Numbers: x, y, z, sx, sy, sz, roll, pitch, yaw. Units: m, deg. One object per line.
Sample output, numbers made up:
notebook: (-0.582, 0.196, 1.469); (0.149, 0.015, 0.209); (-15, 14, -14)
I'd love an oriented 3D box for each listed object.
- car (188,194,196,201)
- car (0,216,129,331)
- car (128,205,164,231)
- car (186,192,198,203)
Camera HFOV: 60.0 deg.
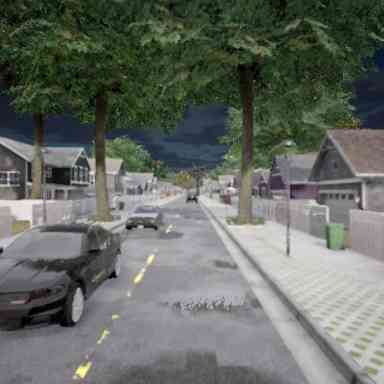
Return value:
car: (0.006, 1.237, 74.819); (1.882, 1.535, 5.008); (0, 0, 0)
car: (-2.843, 1.461, 7.206); (1.882, 1.535, 5.008); (0, 0, 0)
car: (-2.777, 1.502, 20.730); (2.033, 1.411, 5.357); (0, 0, 0)
car: (0.006, 1.106, 64.374); (2.150, 2.045, 5.566); (0, 0, 0)
